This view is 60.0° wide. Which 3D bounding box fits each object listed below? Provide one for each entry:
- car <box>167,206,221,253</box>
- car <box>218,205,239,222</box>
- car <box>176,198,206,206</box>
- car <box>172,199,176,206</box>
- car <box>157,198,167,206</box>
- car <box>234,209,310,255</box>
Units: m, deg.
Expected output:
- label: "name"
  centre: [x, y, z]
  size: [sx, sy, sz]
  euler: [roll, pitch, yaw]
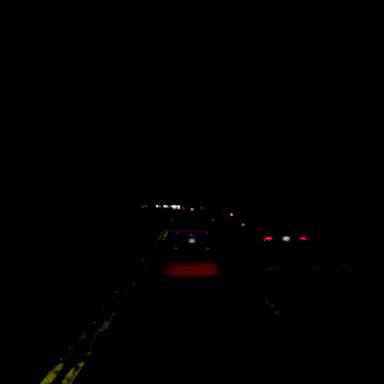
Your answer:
- label: "car"
  centre: [0.007, 1.617, 14.454]
  size: [1.882, 1.535, 5.008]
  euler: [0, 0, 0]
- label: "car"
  centre: [3.254, 1.838, 29.267]
  size: [1.994, 1.385, 4.181]
  euler: [0, 0, 0]
- label: "car"
  centre: [0.004, 1.488, 29.005]
  size: [2.150, 2.045, 5.566]
  euler: [0, 0, 0]
- label: "car"
  centre: [-3.244, 2.185, 72.506]
  size: [2.128, 1.511, 4.902]
  euler: [0, -1, 0]
- label: "car"
  centre: [-6.494, 2.137, 72.506]
  size: [1.882, 1.535, 5.008]
  euler: [0, -1, 0]
- label: "car"
  centre: [3.253, 1.682, 13.974]
  size: [2.033, 1.411, 5.357]
  euler: [0, -1, 0]
